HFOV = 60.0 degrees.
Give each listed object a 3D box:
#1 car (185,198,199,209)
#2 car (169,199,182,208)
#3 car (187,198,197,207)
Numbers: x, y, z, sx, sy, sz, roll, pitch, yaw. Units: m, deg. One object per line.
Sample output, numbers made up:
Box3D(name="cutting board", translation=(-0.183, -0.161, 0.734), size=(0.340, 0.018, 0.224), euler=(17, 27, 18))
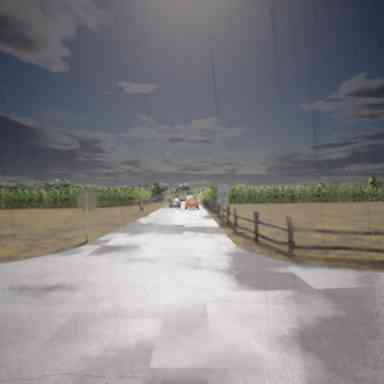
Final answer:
Box3D(name="car", translation=(-0.007, 1.682, 50.935), size=(2.097, 1.767, 4.553), euler=(0, -1, 0))
Box3D(name="car", translation=(-2.758, 1.860, 55.136), size=(2.128, 1.511, 4.902), euler=(0, -1, 0))
Box3D(name="car", translation=(-0.009, 1.935, 60.970), size=(1.837, 1.490, 4.892), euler=(0, -1, 0))
